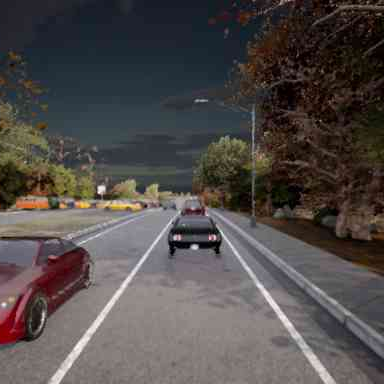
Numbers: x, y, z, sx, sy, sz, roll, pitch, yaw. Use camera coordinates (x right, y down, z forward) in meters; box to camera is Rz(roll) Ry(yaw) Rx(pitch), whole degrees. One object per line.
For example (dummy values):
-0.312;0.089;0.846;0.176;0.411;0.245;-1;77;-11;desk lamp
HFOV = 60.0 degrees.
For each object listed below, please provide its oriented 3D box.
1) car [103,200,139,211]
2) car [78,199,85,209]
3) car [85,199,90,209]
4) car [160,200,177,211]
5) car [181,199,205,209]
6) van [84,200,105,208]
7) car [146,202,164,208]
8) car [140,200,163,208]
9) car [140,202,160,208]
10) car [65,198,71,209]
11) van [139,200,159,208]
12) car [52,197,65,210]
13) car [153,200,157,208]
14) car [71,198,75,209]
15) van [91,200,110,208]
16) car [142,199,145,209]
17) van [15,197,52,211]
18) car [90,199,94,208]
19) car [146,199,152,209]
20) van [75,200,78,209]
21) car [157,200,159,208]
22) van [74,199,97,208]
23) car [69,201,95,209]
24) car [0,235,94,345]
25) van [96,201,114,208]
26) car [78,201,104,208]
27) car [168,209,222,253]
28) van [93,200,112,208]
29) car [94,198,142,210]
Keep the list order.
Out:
-10.348;1.957;48.696;4.892;1.521;2.231;0;-2;0;car
-23.387;2.320;62.767;4.553;1.767;2.185;0;-2;0;car
-23.412;2.544;65.406;5.008;1.535;2.097;0;-2;0;car
-3.327;2.052;50.230;1.837;1.490;4.892;0;-2;0;car
0.094;1.469;30.611;2.097;1.767;4.553;0;-1;0;car
-23.296;2.838;79.381;4.442;1.987;1.878;0;-2;0;van
-10.323;3.729;93.051;5.008;1.535;2.097;0;-3;0;car
-10.360;3.035;84.747;5.566;2.045;2.435;0;-3;0;car
-10.362;3.198;81.985;4.792;1.488;2.163;0;-3;0;car
-23.236;2.136;54.460;5.366;1.575;1.946;0;-2;0;car
-10.216;2.840;79.214;4.442;1.987;1.878;0;-2;0;van
-23.449;1.791;51.702;5.566;2.045;2.435;0;-2;0;car
-10.342;2.653;68.109;5.008;1.535;2.097;0;-2;0;car
-23.414;2.241;57.226;4.892;1.521;2.231;0;-2;0;car
-23.295;3.054;84.768;4.442;1.987;1.878;0;-3;0;van
-10.348;2.044;51.467;5.008;1.535;2.097;0;-2;0;car
-23.540;1.726;48.811;4.442;1.987;1.878;0;-2;0;van
-23.411;2.652;68.300;5.008;1.535;2.097;0;-2;0;car
-10.312;1.989;57.021;5.566;2.045;2.435;0;-2;0;car
-23.536;2.117;60.003;4.442;1.987;1.878;0;-2;0;van
-10.305;2.889;73.655;4.792;1.488;2.163;0;-2;0;car
-23.532;2.632;73.845;4.442;1.987;1.878;0;-2;0;van
-23.410;2.756;71.068;4.892;1.521;2.231;0;-2;0;car
-3.349;1.558;6.350;1.994;1.385;4.181;0;0;0;car
-23.526;3.349;90.308;4.442;1.987;1.878;0;-3;0;van
-23.229;2.958;76.606;5.366;1.575;1.946;0;-2;0;car
0.098;1.598;13.595;1.895;1.301;4.718;0;0;0;car
-23.527;3.208;87.667;4.442;1.987;1.878;0;-3;0;van
-10.158;1.874;45.928;5.366;1.575;1.946;0;-2;0;car
